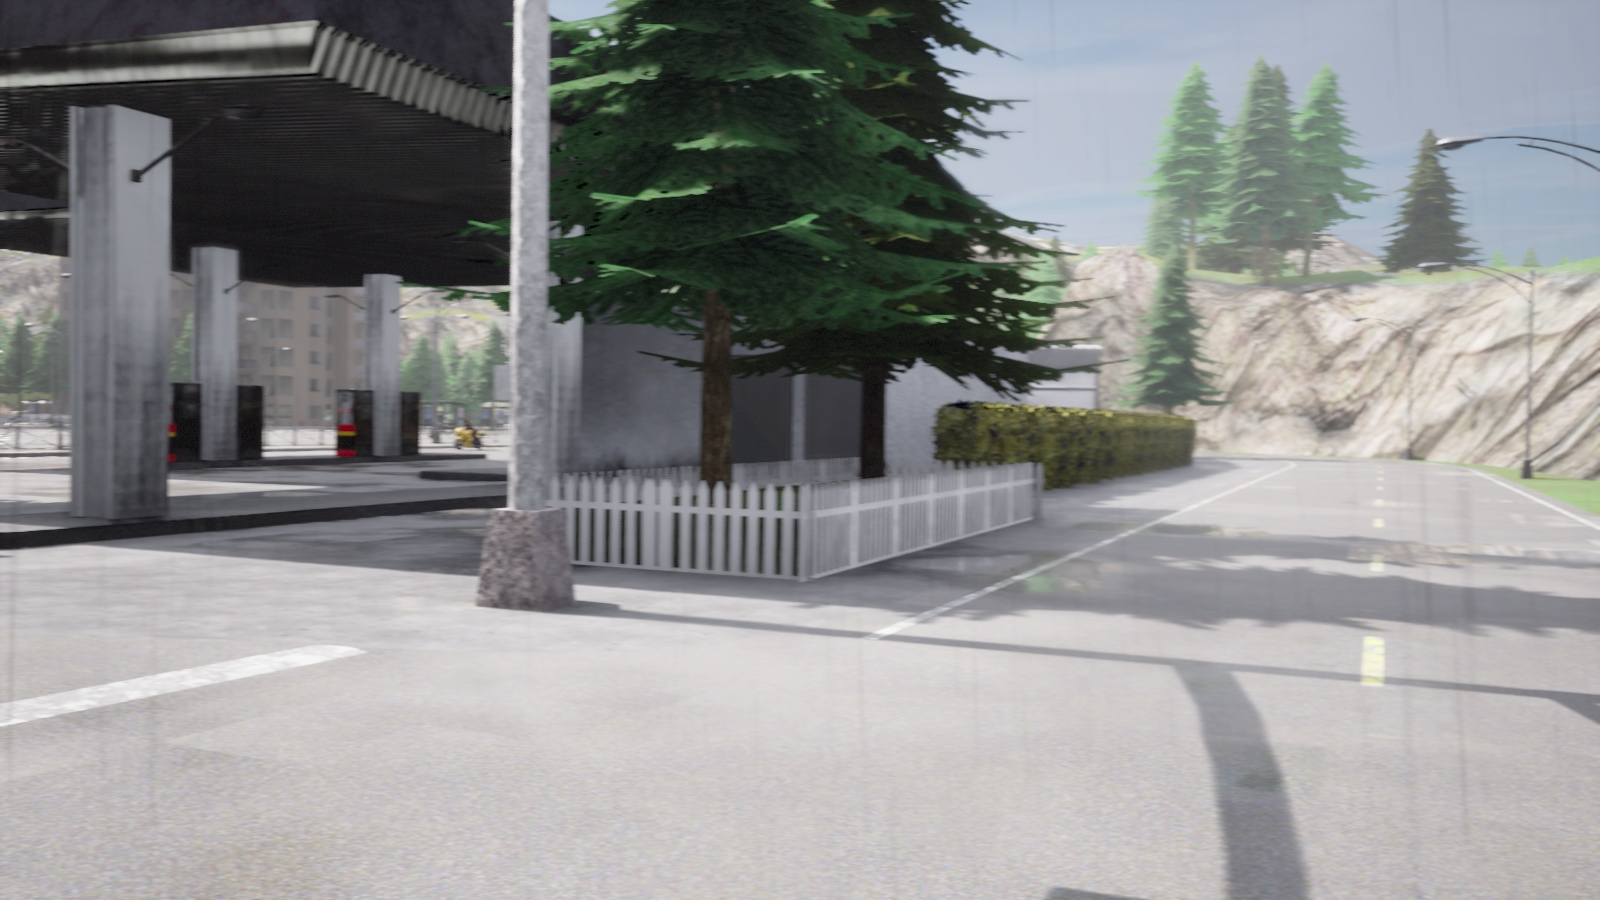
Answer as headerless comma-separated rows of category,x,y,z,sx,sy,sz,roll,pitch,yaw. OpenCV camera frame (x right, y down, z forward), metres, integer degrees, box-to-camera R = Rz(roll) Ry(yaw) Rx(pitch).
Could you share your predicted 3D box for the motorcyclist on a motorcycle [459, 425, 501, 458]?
motorcyclist on a motorcycle,-15.199,-0.404,59.716,0.797,1.523,2.044,0,1,25
